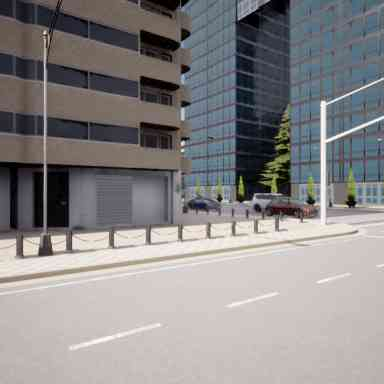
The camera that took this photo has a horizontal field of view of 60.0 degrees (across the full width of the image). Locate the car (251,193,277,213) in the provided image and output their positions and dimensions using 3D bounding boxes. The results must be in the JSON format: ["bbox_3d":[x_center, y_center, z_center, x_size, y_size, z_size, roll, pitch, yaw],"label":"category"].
[{"bbox_3d":[8.635,1.166,34.637,2.150,2.045,5.566,0,0,-36],"label":"car"}]

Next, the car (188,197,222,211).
[{"bbox_3d":[1.537,1.470,38.588,1.812,1.442,4.674,0,0,-35],"label":"car"}]

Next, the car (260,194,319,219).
[{"bbox_3d":[8.557,1.297,28.717,2.097,1.767,4.553,0,0,-35],"label":"car"}]

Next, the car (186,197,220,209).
[{"bbox_3d":[1.385,1.436,44.893,2.128,1.511,4.902,0,0,-35],"label":"car"}]
